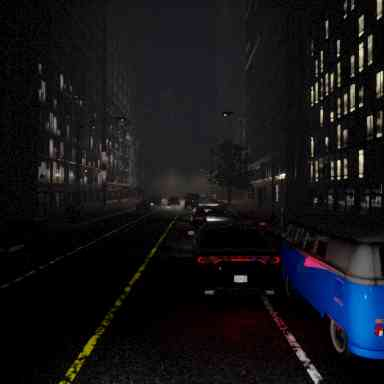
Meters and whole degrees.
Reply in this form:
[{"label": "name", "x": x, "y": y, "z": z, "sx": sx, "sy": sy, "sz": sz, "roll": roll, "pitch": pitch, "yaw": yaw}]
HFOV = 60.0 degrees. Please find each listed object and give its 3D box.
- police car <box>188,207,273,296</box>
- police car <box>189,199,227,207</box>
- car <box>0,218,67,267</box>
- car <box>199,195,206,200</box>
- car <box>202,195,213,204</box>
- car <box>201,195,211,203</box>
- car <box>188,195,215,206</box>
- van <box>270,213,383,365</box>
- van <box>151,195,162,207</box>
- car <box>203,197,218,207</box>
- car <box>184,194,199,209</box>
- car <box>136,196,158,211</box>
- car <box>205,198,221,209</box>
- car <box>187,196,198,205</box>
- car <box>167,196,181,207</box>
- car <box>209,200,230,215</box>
[{"label": "police car", "x": 0.921, "y": 1.425, "z": 8.830, "sx": 1.930, "sy": 1.638, "sz": 5.238, "roll": 0, "pitch": 0, "yaw": 0}, {"label": "police car", "x": 0.946, "y": 1.425, "z": 18.830, "sx": 1.930, "sy": 1.638, "sz": 5.238, "roll": 0, "pitch": 0, "yaw": 0}, {"label": "car", "x": -5.663, "y": 1.582, "z": 11.411, "sx": 1.802, "sy": 1.307, "sz": 4.206, "roll": 0, "pitch": 0, "yaw": 0}, {"label": "car", "x": 2.911, "y": 1.463, "z": 91.083, "sx": 1.887, "sy": 1.381, "sz": 4.507, "roll": 0, "pitch": 0, "yaw": 0}, {"label": "car", "x": 2.842, "y": 1.410, "z": 62.621, "sx": 1.967, "sy": 1.590, "sz": 4.097, "roll": 0, "pitch": 0, "yaw": 0}, {"label": "car", "x": 2.856, "y": 1.401, "z": 68.313, "sx": 1.967, "sy": 1.590, "sz": 4.097, "roll": 0, "pitch": 0, "yaw": 0}, {"label": "car", "x": 0.959, "y": 1.351, "z": 24.691, "sx": 2.097, "sy": 1.767, "sz": 4.553, "roll": 0, "pitch": 0, "yaw": 0}, {"label": "van", "x": 2.704, "y": 1.341, "z": 5.697, "sx": 1.690, "sy": 1.788, "sz": 3.998, "roll": 0, "pitch": 0, "yaw": 0}, {"label": "van", "x": -5.566, "y": 1.328, "z": 51.260, "sx": 1.690, "sy": 1.788, "sz": 3.998, "roll": 0, "pitch": 0, "yaw": 0}, {"label": "car", "x": 2.814, "y": 1.538, "z": 51.236, "sx": 2.008, "sy": 1.369, "sz": 4.403, "roll": 0, "pitch": 0, "yaw": 0}, {"label": "car", "x": 0.112, "y": 1.215, "z": 44.930, "sx": 2.150, "sy": 2.045, "sz": 5.566, "roll": 0, "pitch": 0, "yaw": 0}, {"label": "car", "x": -5.594, "y": 1.548, "z": 39.875, "sx": 2.008, "sy": 1.369, "sz": 4.403, "roll": 0, "pitch": 0, "yaw": 0}, {"label": "car", "x": 2.801, "y": 1.544, "z": 45.543, "sx": 2.008, "sy": 1.369, "sz": 4.403, "roll": 0, "pitch": 0, "yaw": 0}, {"label": "car", "x": 0.143, "y": 1.480, "z": 59.484, "sx": 1.837, "sy": 1.490, "sz": 4.892, "roll": 0, "pitch": 0, "yaw": 0}, {"label": "car", "x": -2.873, "y": 1.490, "z": 52.633, "sx": 1.837, "sy": 1.490, "sz": 4.892, "roll": 0, "pitch": 0, "yaw": 0}, {"label": "car", "x": 2.773, "y": 1.581, "z": 34.158, "sx": 1.802, "sy": 1.307, "sz": 4.206, "roll": 0, "pitch": 0, "yaw": 0}]
